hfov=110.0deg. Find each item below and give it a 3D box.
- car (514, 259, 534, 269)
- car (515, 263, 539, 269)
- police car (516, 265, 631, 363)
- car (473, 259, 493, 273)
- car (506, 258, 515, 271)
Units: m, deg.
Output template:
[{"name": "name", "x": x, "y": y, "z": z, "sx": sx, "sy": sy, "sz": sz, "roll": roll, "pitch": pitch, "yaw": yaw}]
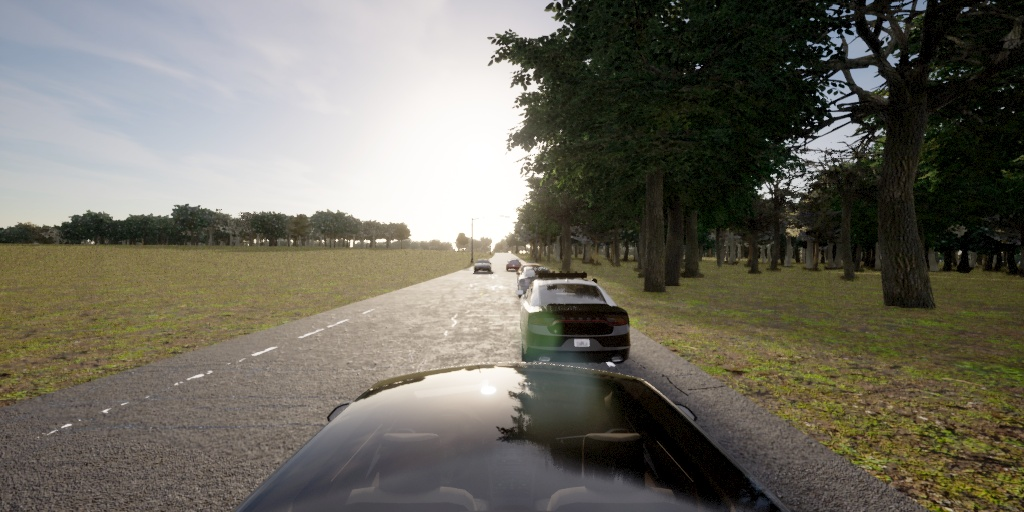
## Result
[{"name": "car", "x": 1.246, "y": 1.153, "z": 24.349, "sx": 1.801, "sy": 1.575, "sz": 5.366, "roll": 0, "pitch": 0, "yaw": 0}, {"name": "car", "x": 1.210, "y": 1.245, "z": 18.156, "sx": 1.812, "sy": 1.442, "sz": 4.674, "roll": 0, "pitch": 0, "yaw": 0}, {"name": "police car", "x": 1.131, "y": 1.168, "z": 8.260, "sx": 1.930, "sy": 1.638, "sz": 5.238, "roll": 0, "pitch": 0, "yaw": 1}, {"name": "car", "x": -3.261, "y": 1.122, "z": 40.571, "sx": 1.837, "sy": 1.490, "sz": 4.892, "roll": 0, "pitch": 0, "yaw": 0}, {"name": "car", "x": 0.266, "y": 1.147, "z": 46.552, "sx": 1.994, "sy": 1.385, "sz": 4.181, "roll": 0, "pitch": 0, "yaw": 2}]
